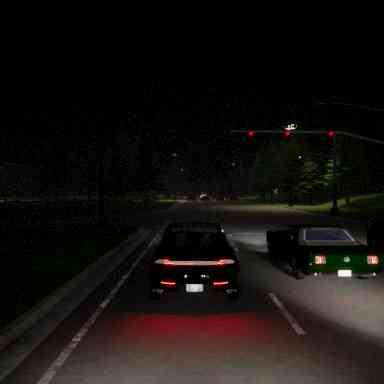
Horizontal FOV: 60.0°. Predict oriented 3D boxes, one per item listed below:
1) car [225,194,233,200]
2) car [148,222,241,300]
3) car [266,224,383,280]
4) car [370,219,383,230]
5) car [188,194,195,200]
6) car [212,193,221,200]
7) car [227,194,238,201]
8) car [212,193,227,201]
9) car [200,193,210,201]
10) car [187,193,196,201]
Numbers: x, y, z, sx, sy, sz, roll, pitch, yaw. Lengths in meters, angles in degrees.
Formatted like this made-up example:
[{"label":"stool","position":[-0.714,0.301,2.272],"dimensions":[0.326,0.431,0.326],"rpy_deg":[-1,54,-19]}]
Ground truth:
[{"label":"car","position":[10.326,1.332,92.644],"dimensions":[1.837,1.490,4.892],"rpy_deg":[0,0,0]},{"label":"car","position":[0.055,1.492,8.344],"dimensions":[2.128,1.511,4.902],"rpy_deg":[0,0,0]},{"label":"car","position":[3.561,1.601,9.942],"dimensions":[1.895,1.301,4.718],"rpy_deg":[0,0,0]},{"label":"car","position":[7.056,1.221,9.039],"dimensions":[2.150,2.045,5.566],"rpy_deg":[0,0,0]},{"label":"car","position":[-0.174,1.310,92.624],"dimensions":[1.882,1.535,5.008],"rpy_deg":[0,0,0]},{"label":"car","position":[6.826,1.187,92.607],"dimensions":[2.097,1.767,4.553],"rpy_deg":[0,0,0]},{"label":"car","position":[10.345,1.516,82.640],"dimensions":[1.812,1.442,4.674],"rpy_deg":[0,0,0]},{"label":"car","position":[6.846,1.531,82.217],"dimensions":[2.033,1.411,5.357],"rpy_deg":[0,0,0]},{"label":"car","position":[3.345,1.545,82.627],"dimensions":[1.994,1.385,4.181],"rpy_deg":[0,0,0]},{"label":"car","position":[-0.154,1.217,82.234],"dimensions":[2.150,2.045,5.566],"rpy_deg":[0,0,0]}]
